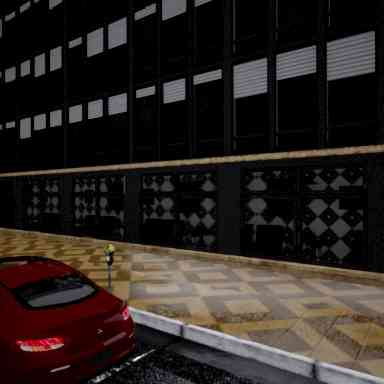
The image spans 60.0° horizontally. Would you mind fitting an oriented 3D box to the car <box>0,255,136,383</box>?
[{"bbox_3d":[-2.627,1.582,4.701,4.206,1.307,1.802,0,0,35],"label":"car"}]
